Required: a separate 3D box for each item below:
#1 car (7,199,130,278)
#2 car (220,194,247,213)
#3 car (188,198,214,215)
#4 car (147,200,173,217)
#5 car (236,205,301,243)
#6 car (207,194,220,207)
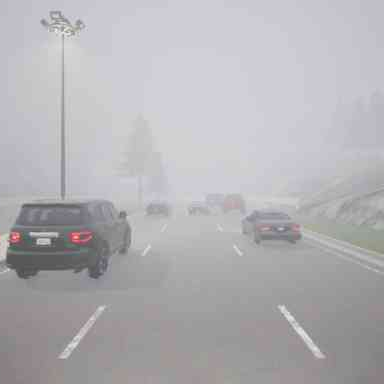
[{"bbox_3d":[-3.401,1.222,10.305,2.150,2.045,5.566,0,0,0],"label":"car"},{"bbox_3d":[4.783,1.218,36.392,2.150,2.045,5.566,0,0,14],"label":"car"},{"bbox_3d":[0.848,1.601,33.966,1.895,1.301,4.718,0,0,8],"label":"car"},{"bbox_3d":[-2.986,1.477,31.837,1.882,1.535,5.008,0,0,4],"label":"car"},{"bbox_3d":[3.600,1.547,15.957,2.033,1.411,5.357,0,0,0],"label":"car"},{"bbox_3d":[3.281,1.221,44.031,2.150,2.045,5.566,0,0,16],"label":"car"}]
